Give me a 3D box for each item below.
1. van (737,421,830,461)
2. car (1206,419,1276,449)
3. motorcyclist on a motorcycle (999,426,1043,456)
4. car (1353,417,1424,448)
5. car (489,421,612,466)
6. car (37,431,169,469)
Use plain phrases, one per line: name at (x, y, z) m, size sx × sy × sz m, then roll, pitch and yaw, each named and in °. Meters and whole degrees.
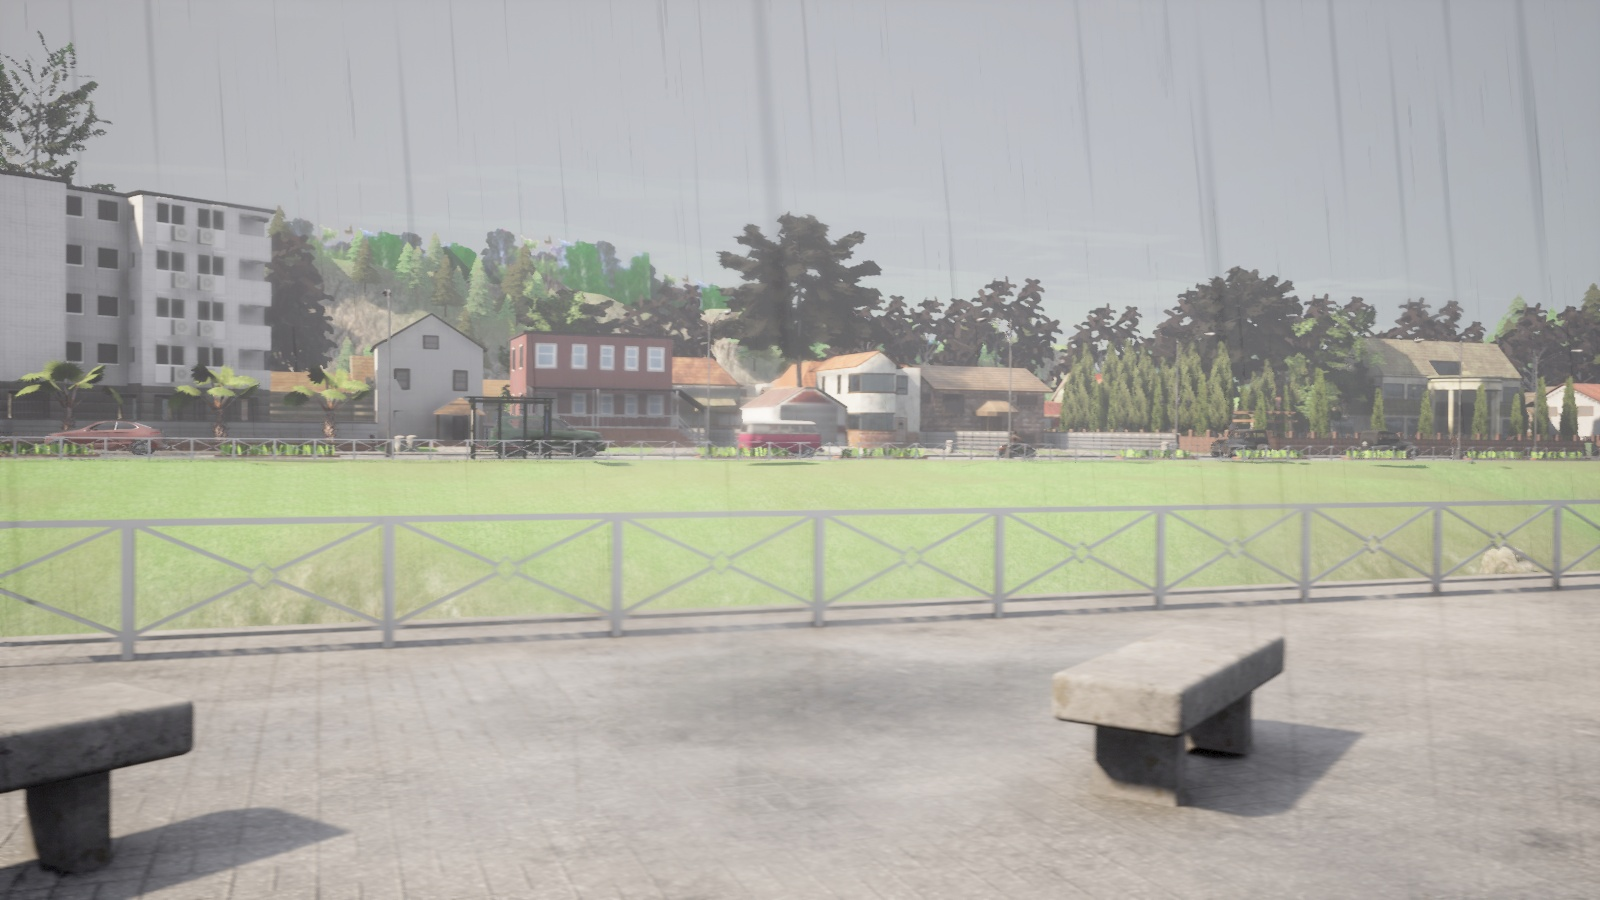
van at (-0.844, -0.501, 65.172) m, size 4.442 × 1.987 × 1.775 m, roll -1°, pitch 1°, yaw -21°
car at (28.264, -1.021, 80.494) m, size 3.866 × 1.878 × 1.905 m, roll -1°, pitch 1°, yaw -21°
motorcyclist on a motorcycle at (12.349, -0.527, 70.179) m, size 2.350 × 1.649 × 0.766 m, roll -1°, pitch 1°, yaw -21°
car at (37.329, -1.106, 79.655) m, size 3.866 × 1.878 × 1.905 m, roll -1°, pitch 1°, yaw -21°
car at (-12.102, -0.343, 60.900) m, size 5.566 × 2.045 × 2.150 m, roll -1°, pitch 1°, yaw -21°
car at (-31.892, -0.017, 57.670) m, size 5.027 × 1.651 × 2.152 m, roll -1°, pitch 1°, yaw -21°
